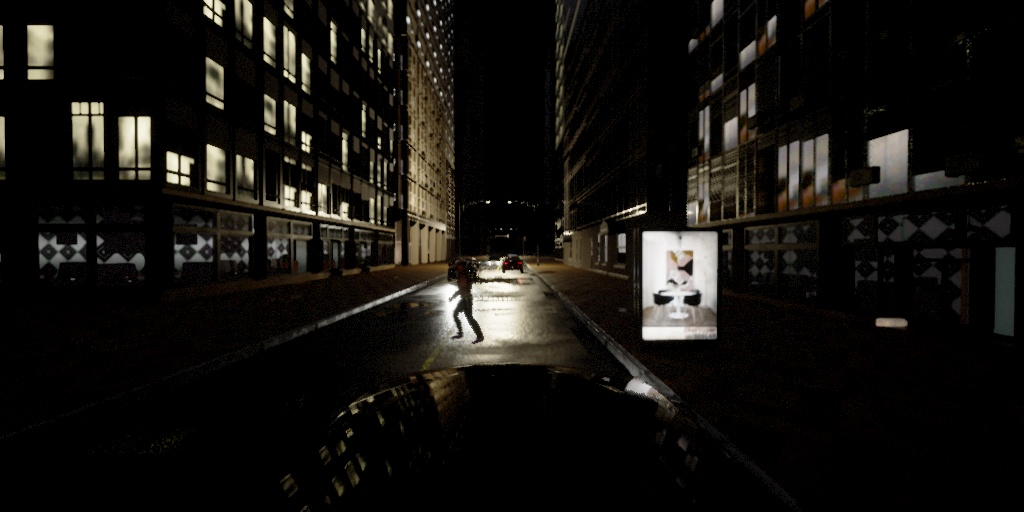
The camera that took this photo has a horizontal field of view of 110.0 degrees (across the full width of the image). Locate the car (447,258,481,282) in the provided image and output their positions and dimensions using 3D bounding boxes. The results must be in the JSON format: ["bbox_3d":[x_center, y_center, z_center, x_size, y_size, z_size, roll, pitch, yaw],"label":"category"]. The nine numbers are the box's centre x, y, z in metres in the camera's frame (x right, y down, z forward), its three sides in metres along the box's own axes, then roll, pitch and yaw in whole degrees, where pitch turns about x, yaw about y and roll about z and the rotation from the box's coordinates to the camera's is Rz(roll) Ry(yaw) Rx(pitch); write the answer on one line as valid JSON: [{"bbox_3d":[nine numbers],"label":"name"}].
[{"bbox_3d":[-3.124,0.881,24.052,2.128,1.511,4.902,0,1,0],"label":"car"}]

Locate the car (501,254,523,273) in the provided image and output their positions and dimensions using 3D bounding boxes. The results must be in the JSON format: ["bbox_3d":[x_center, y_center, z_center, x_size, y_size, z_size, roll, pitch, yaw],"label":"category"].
[{"bbox_3d":[0.058,0.764,33.425,1.812,1.442,4.674,0,1,0],"label":"car"}]

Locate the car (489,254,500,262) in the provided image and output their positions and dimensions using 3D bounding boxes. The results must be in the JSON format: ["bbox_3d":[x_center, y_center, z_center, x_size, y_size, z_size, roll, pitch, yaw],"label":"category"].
[{"bbox_3d":[-3.114,0.331,64.590,1.895,1.301,4.718,0,1,1],"label":"car"}]

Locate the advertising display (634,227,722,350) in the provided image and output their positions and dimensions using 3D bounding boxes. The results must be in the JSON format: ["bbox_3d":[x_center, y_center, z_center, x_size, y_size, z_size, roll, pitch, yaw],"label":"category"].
[{"bbox_3d":[3.131,0.694,6.803,1.540,2.440,0.280,0,0,0],"label":"advertising display"}]

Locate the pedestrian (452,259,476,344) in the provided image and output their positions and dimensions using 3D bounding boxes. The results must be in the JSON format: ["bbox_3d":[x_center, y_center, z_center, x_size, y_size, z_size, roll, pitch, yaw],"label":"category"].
[{"bbox_3d":[-1.023,0.946,7.691,0.375,1.860,0.375,0,1,-5],"label":"pedestrian"}]
